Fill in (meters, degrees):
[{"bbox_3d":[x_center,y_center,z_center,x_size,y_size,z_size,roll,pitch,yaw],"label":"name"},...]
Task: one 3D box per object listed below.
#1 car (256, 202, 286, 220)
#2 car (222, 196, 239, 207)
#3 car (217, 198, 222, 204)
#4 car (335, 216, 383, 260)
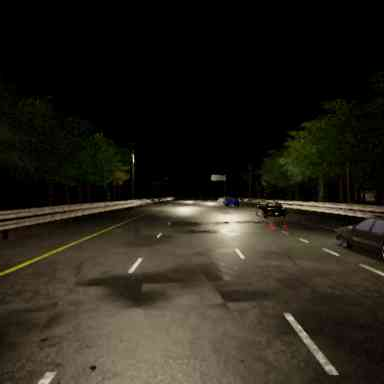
[{"bbox_3d":[7.058,1.625,30.015,2.128,1.511,4.902,0,0,0],"label":"car"},{"bbox_3d":[7.216,1.674,60.430,2.150,2.045,5.566,0,-1,0],"label":"car"},{"bbox_3d":[7.415,2.253,84.515,1.812,1.442,4.674,0,-1,1],"label":"car"},{"bbox_3d":[7.011,1.571,11.752,2.033,1.411,5.357,0,0,0],"label":"car"}]
